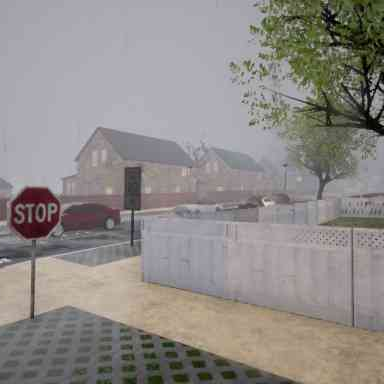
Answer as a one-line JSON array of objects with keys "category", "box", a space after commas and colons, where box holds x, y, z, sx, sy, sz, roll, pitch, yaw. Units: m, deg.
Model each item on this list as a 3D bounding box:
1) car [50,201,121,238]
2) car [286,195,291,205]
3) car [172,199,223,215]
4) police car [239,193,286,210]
[{"category": "car", "box": [-5.905, 1.254, 16.932, 1.882, 1.535, 5.008, 2, 2, 35]}, {"category": "car", "box": [10.365, 0.877, 39.818, 1.812, 1.442, 4.674, 2, 2, 36]}, {"category": "car", "box": [0.503, 1.209, 25.975, 1.895, 1.301, 4.718, 2, 2, 35]}, {"category": "police car", "box": [5.991, 1.117, 28.785, 2.038, 1.542, 4.974, 2, 2, 35]}]
